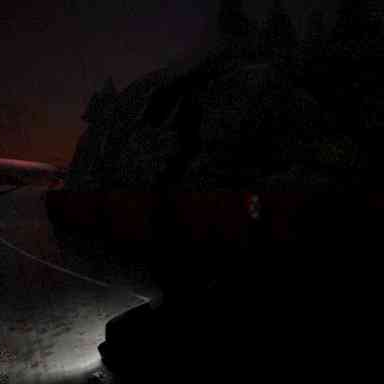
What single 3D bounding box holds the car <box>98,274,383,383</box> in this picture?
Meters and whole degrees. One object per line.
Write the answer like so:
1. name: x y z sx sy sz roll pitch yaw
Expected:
1. car: 1.482 1.560 3.045 5.357 1.411 2.033 0 0 37
